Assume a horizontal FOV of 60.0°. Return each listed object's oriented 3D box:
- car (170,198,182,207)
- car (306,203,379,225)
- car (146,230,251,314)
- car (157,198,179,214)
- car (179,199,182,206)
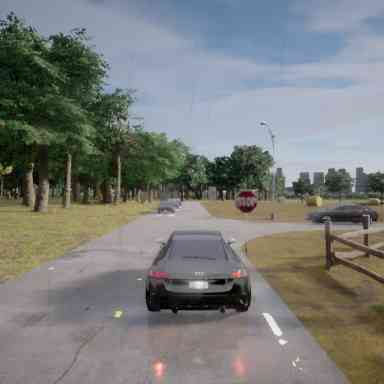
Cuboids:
[{"bbox_3d":[-2.827,1.768,58.837,1.812,1.442,4.674,0,0,0],"label":"car"},{"bbox_3d":[10.754,1.596,23.959,4.892,1.490,1.837,0,-2,-1],"label":"car"},{"bbox_3d":[0.106,1.572,7.740,1.994,1.385,4.181,0,0,0],"label":"car"},{"bbox_3d":[-2.821,1.640,37.700,2.033,1.411,5.357,0,0,-1],"label":"car"},{"bbox_3d":[-2.833,1.680,47.438,1.812,1.442,4.674,0,0,0],"label":"car"}]
